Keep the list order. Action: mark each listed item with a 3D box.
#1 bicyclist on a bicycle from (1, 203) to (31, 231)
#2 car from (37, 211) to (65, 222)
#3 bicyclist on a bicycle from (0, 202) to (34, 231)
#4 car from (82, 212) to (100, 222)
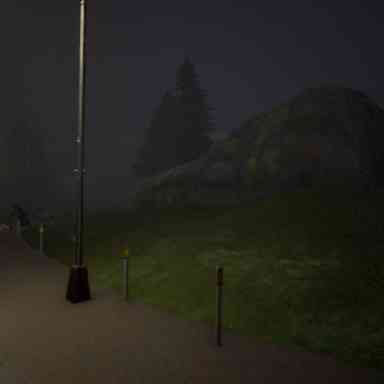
[{"bbox_3d":[-10.902,1.583,20.729,1.656,1.620,0.582,8,1,-23],"label":"bicyclist on a bicycle"},{"bbox_3d":[-19.301,3.311,45.608,1.812,1.442,4.674,1,-5,8],"label":"car"},{"bbox_3d":[-11.036,1.562,21.017,1.656,1.620,0.582,9,-7,-23],"label":"bicyclist on a bicycle"},{"bbox_3d":[-17.259,4.164,55.389,2.128,1.511,4.902,1,-5,17],"label":"car"}]
